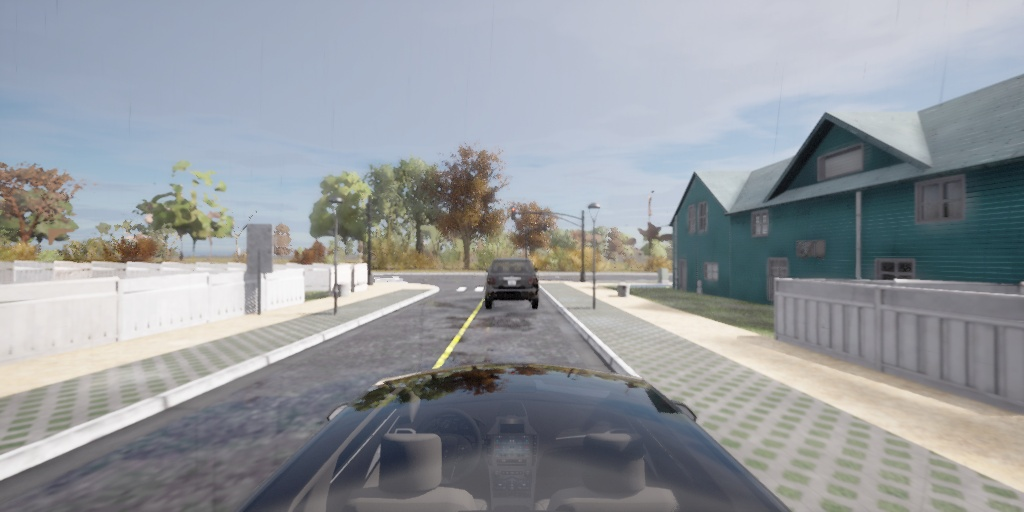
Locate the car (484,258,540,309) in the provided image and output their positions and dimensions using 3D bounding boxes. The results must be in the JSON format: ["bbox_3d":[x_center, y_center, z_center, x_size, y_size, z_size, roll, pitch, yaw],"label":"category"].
[{"bbox_3d":[-0.002,1.101,15.874,2.150,2.045,5.566,0,0,0],"label":"car"}]
